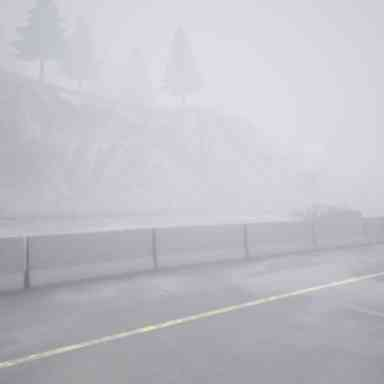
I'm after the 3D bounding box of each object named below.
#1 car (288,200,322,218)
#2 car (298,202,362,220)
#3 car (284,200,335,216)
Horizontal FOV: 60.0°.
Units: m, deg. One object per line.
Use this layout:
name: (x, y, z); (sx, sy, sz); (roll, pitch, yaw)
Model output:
car: (10.923, 1.655, 30.239); (4.674, 1.442, 1.812); (0, 0, -25)
car: (11.165, 1.725, 26.505); (4.718, 1.301, 1.895); (0, 0, -26)
car: (12.302, 1.638, 34.744); (4.902, 1.511, 2.128); (0, 0, -24)
